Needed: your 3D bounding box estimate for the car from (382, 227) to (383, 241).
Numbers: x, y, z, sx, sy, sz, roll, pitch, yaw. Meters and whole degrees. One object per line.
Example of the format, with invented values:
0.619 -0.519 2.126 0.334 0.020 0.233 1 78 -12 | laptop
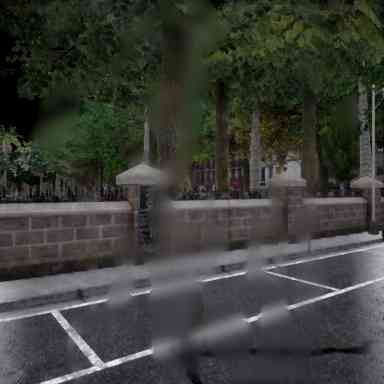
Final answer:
9.786 1.310 13.538 5.009 1.841 2.192 0 0 -36 | car
